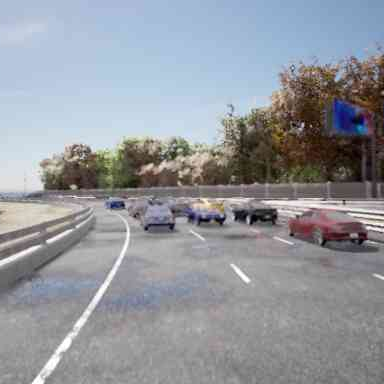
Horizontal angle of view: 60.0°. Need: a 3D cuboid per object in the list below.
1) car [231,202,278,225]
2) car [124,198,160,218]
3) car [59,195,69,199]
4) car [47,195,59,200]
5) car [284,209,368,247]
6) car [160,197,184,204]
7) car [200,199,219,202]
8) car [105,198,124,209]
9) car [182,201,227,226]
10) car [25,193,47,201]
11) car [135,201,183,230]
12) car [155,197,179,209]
[{"bbox_3d":[4.328,1.424,23.742,1.882,1.535,5.008,0,0,-13],"label":"car"},{"bbox_3d":[-4.748,1.547,30.671,2.033,1.411,5.357,0,0,-17],"label":"car"},{"bbox_3d":[-34.134,1.547,86.664,4.718,1.301,1.895,0,0,37],"label":"car"},{"bbox_3d":[-36.353,1.522,83.958,4.181,1.385,1.994,0,0,37],"label":"car"},{"bbox_3d":[5.769,1.472,14.814,1.812,1.442,4.674,0,0,-9],"label":"car"},{"bbox_3d":[-1.671,1.469,32.473,2.128,1.511,4.902,0,0,-19],"label":"car"},{"bbox_3d":[1.543,1.432,33.886,1.882,1.535,5.008,0,0,-19],"label":"car"},{"bbox_3d":[-10.550,1.500,45.307,1.882,1.535,5.008,0,0,-25],"label":"car"},{"bbox_3d":[0.844,1.571,23.312,1.895,1.301,4.718,0,0,-13],"label":"car"},{"bbox_3d":[-38.622,1.213,81.289,5.566,2.045,2.150,0,0,37],"label":"car"},{"bbox_3d":[-2.240,1.540,20.963,2.033,1.411,5.357,0,0,-13],"label":"car"},{"bbox_3d":[-3.576,1.481,46.925,1.837,1.490,4.892,0,0,-25],"label":"car"}]
